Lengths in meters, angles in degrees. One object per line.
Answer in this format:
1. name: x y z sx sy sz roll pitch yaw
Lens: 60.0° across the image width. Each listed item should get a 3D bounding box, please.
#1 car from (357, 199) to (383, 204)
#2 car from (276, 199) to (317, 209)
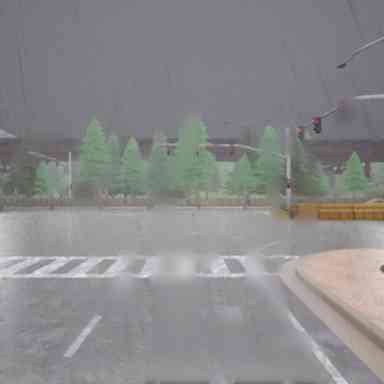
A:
1. car: 21.882 1.613 39.886 5.008 1.535 1.882 0 0 -1
2. car: 12.480 1.639 39.677 4.892 1.490 1.837 0 0 -1
